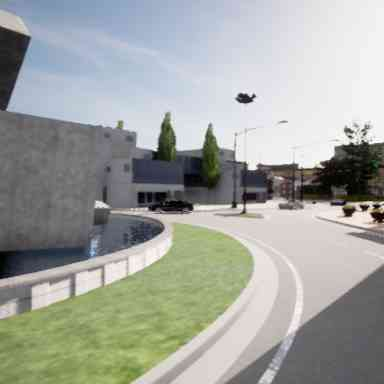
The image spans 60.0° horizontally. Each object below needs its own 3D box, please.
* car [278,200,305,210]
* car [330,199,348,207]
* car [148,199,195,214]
[{"bbox_3d":[13.785,1.796,46.135,1.895,1.301,4.718,1,0,43],"label":"car"},{"bbox_3d":[26.808,1.956,60.553,1.994,1.385,4.181,1,0,42],"label":"car"},{"bbox_3d":[-2.155,1.513,35.247,4.892,1.490,1.837,1,2,-11],"label":"car"}]
